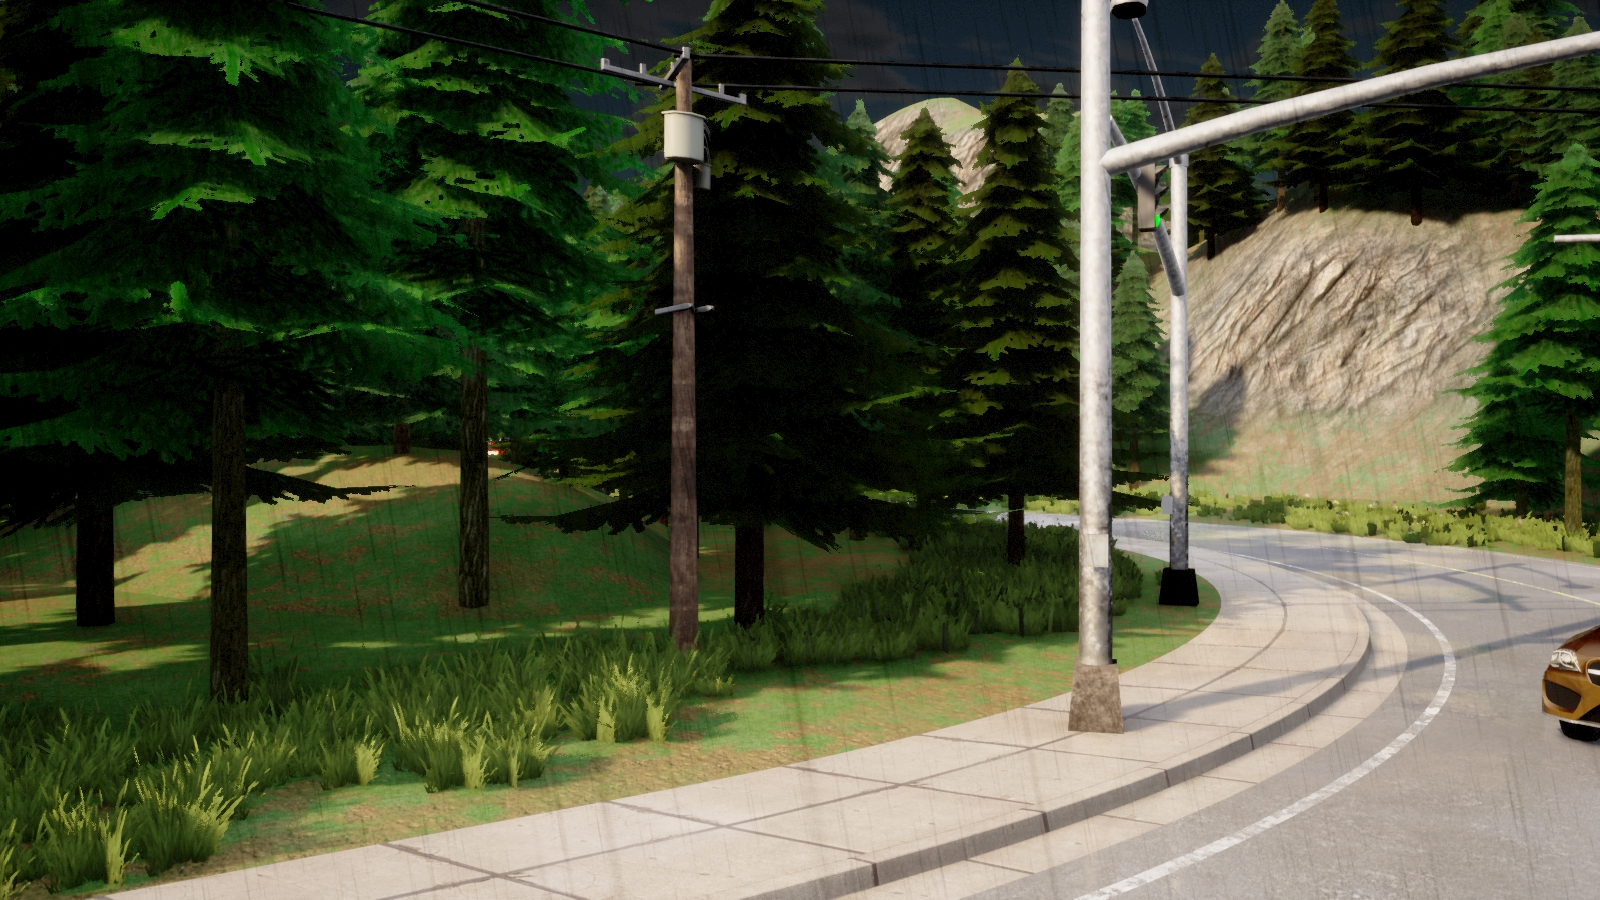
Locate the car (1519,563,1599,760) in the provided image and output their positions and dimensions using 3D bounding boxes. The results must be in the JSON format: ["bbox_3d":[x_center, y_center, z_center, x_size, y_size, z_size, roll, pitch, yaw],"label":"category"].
[{"bbox_3d":[9.577,1.970,11.147,5.027,1.651,2.152,0,0,-29],"label":"car"}]
